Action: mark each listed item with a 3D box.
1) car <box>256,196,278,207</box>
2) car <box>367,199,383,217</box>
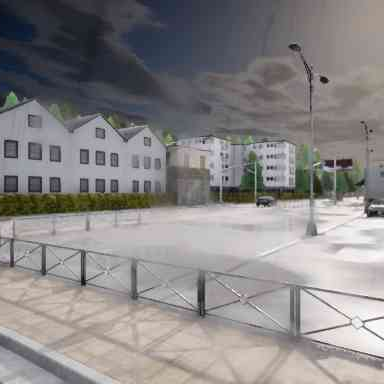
[{"bbox_3d":[10.641,1.313,47.153,1.837,1.490,4.892,0,0,32],"label":"car"},{"bbox_3d":[15.390,1.298,26.833,2.007,1.523,4.514,0,0,35],"label":"car"}]
